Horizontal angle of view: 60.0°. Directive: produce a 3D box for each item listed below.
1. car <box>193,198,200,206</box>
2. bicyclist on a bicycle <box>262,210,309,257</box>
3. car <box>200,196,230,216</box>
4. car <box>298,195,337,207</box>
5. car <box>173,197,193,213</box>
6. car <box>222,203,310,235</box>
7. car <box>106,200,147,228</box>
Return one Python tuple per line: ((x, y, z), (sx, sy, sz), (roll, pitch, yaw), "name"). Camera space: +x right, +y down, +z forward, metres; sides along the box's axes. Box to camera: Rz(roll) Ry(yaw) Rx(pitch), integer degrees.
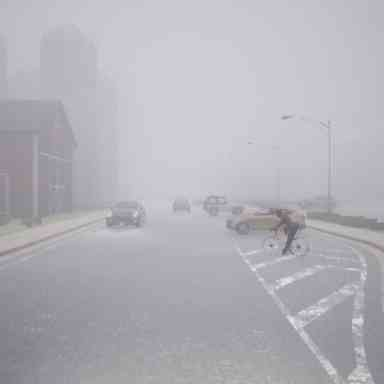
((2.263, 1.476, 55.851), (4.611, 1.667, 2.242), (0, 0, -2), "car")
((3.247, 1.450, 11.698), (1.656, 1.620, 0.582), (-2, -1, 32), "bicyclist on a bicycle")
((2.988, 1.310, 31.655), (3.866, 1.878, 1.905), (0, 0, -2), "car")
((15.931, 1.307, 42.238), (4.605, 1.855, 1.932), (0, 0, -2), "car")
((-1.200, 1.598, 37.396), (1.895, 1.301, 4.718), (0, 0, -2), "car")
((3.960, 1.504, 18.196), (4.193, 1.474, 1.816), (0, 0, -2), "car")
((-4.297, 1.350, 22.270), (2.097, 1.767, 4.553), (0, 0, -2), "car")
